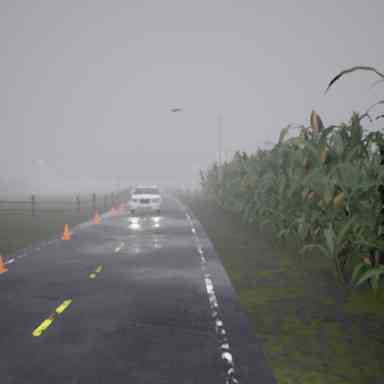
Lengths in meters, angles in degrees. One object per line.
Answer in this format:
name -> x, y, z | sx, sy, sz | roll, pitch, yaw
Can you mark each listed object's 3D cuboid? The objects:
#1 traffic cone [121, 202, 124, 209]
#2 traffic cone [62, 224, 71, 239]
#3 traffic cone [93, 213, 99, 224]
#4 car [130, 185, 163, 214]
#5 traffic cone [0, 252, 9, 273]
traffic cone -> -5.910, 1.183, 28.244 | 0.340, 0.580, 0.340 | 0, 2, -4
traffic cone -> -5.050, 1.587, 13.360 | 0.340, 0.580, 0.340 | 0, 2, -2
traffic cone -> -5.279, 1.451, 18.325 | 0.340, 0.580, 0.340 | 0, 2, -3
car -> -3.469, 0.518, 25.743 | 2.150, 2.045, 5.566 | 0, 2, -4
traffic cone -> -4.878, 1.722, 8.393 | 0.340, 0.580, 0.340 | 0, 2, -2
